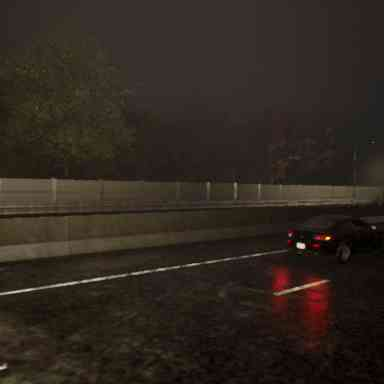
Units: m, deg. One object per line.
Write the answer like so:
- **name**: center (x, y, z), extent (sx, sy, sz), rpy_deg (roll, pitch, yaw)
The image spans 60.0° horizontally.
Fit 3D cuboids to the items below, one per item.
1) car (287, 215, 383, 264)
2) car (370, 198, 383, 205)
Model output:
- **car**: center (5.367, 1.559, 11.972), extent (4.674, 1.442, 1.812), rpy_deg (0, 0, -35)
- **car**: center (28.962, 1.710, 50.563), extent (4.892, 1.490, 1.837), rpy_deg (0, 0, -35)
